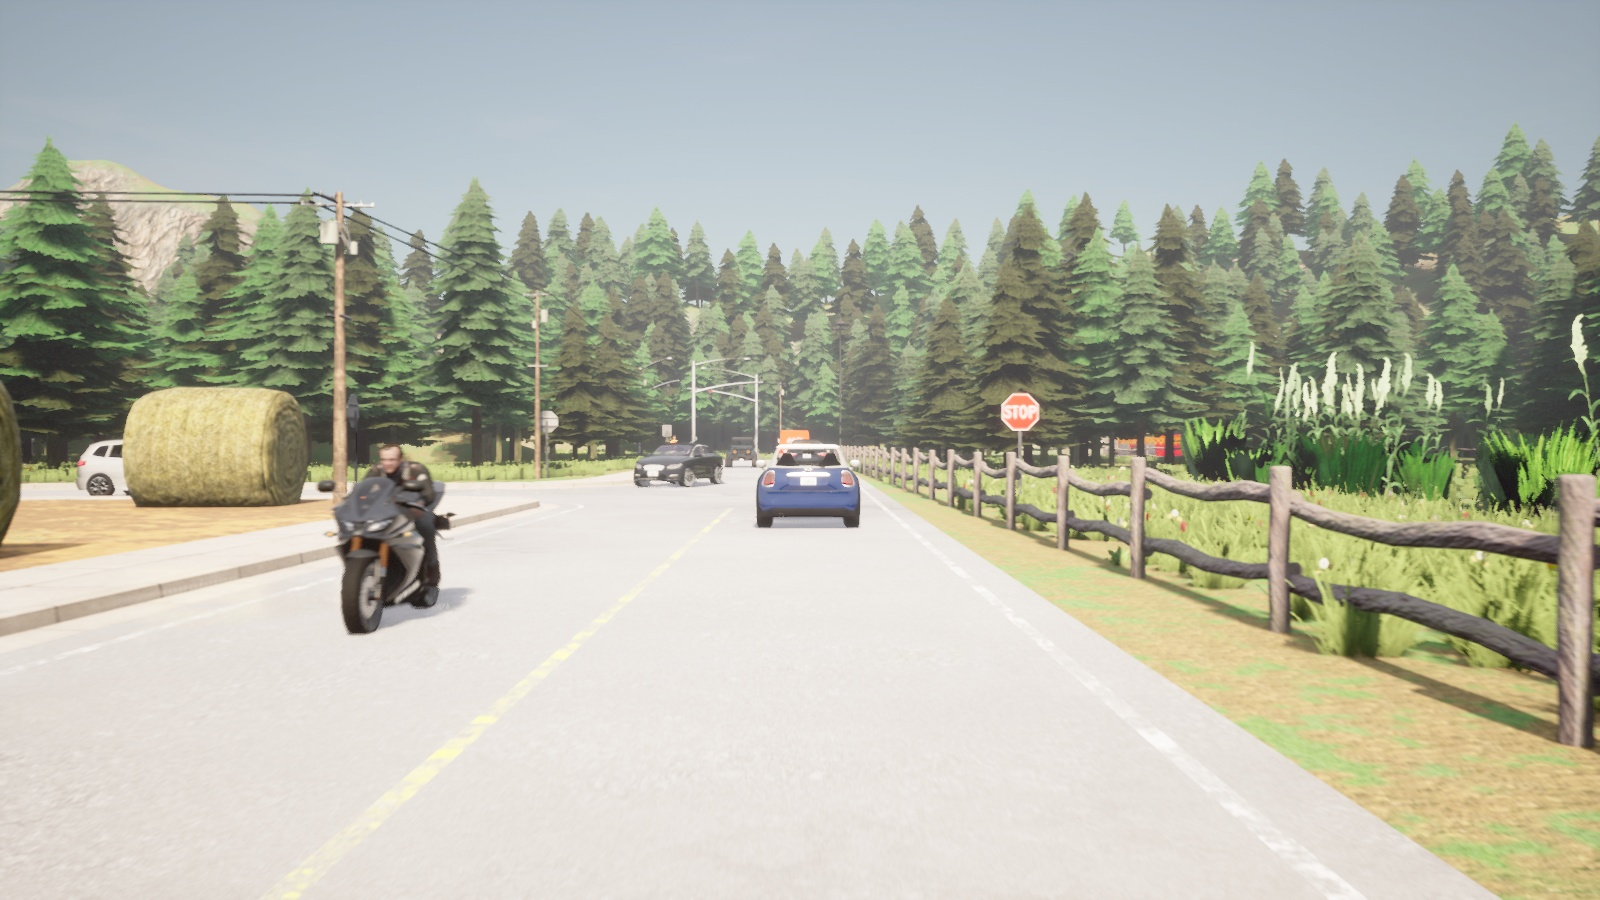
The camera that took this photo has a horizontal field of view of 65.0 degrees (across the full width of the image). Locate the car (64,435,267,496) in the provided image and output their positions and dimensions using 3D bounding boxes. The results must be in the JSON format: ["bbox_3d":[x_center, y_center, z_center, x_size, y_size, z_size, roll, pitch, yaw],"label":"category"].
[{"bbox_3d":[-17.848,0.411,35.522,4.611,1.667,2.242,0,0,-2],"label":"car"}]

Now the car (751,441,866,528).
[{"bbox_3d":[0.148,0.580,23.419,1.970,1.475,3.806,0,0,0],"label":"car"}]

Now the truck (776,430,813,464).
[{"bbox_3d":[-0.448,-0.255,94.423,2.627,2.467,5.204,0,1,-2],"label":"truck"}]

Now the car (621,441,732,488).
[{"bbox_3d":[-4.204,0.458,43.643,2.128,1.511,4.902,0,1,17],"label":"car"}]

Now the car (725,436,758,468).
[{"bbox_3d":[-3.554,0.114,76.882,1.905,1.878,3.866,0,0,-1],"label":"car"}]

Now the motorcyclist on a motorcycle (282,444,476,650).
[{"bbox_3d":[-3.425,0.720,10.464,0.866,1.530,2.191,0,0,0],"label":"motorcyclist on a motorcycle"}]
